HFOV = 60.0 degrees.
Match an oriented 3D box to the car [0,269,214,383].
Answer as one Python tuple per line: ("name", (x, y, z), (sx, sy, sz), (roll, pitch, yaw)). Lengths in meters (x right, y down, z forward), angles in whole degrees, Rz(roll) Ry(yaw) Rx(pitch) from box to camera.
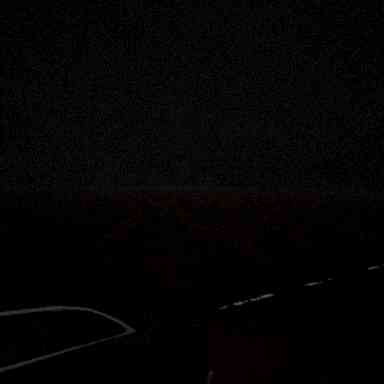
("car", (-2.089, 1.492, 2.503), (4.902, 1.511, 2.128), (0, 0, -36))
